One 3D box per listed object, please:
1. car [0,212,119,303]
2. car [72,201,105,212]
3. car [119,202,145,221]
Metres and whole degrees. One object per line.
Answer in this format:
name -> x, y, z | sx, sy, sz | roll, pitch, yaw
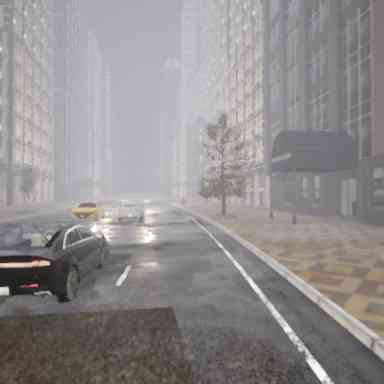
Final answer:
car -> -3.382, 1.483, 8.129 | 2.128, 1.511, 4.902 | 0, 0, -2
car -> -8.060, 1.442, 26.100 | 1.882, 1.535, 5.008 | 0, 0, -6
car -> -4.806, 1.487, 26.598 | 1.812, 1.442, 4.674 | 0, 0, -6
